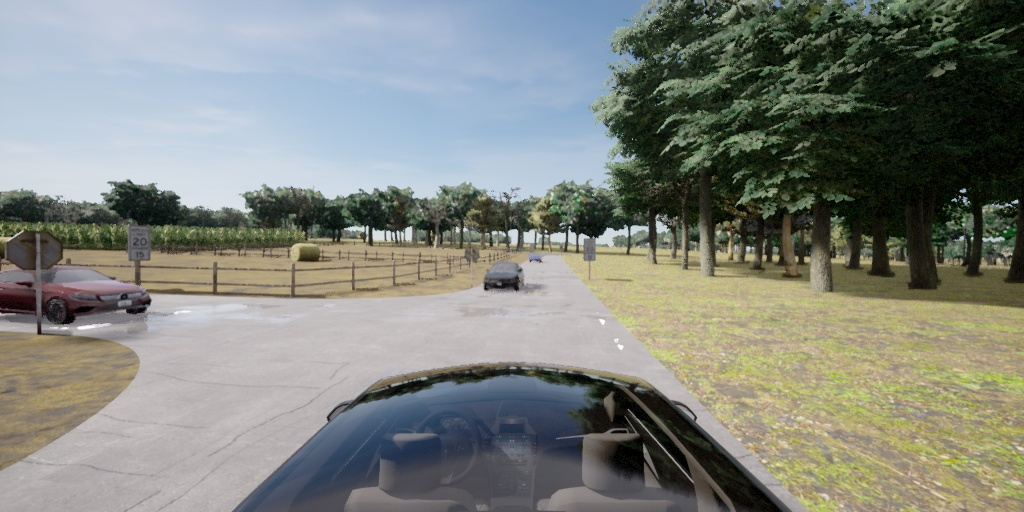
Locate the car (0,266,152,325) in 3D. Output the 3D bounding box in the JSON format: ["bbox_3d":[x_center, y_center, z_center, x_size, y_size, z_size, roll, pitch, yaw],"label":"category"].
[{"bbox_3d":[-12.952,1.008,10.213,4.674,1.442,1.812,1,0,9],"label":"car"}]

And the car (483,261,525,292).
[{"bbox_3d":[-0.358,1.074,20.345,1.882,1.535,5.008,0,1,6],"label":"car"}]

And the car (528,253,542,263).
[{"bbox_3d":[3.629,0.293,55.702,1.812,1.442,4.674,0,2,6],"label":"car"}]
